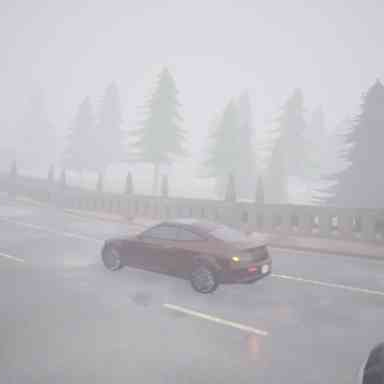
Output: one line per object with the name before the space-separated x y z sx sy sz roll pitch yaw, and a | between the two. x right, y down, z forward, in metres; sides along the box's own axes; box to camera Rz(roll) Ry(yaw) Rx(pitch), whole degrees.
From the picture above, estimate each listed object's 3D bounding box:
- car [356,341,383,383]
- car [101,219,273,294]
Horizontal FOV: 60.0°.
car | 3.463 1.519 1.522 4.902 1.511 2.128 1 1 36
car | -0.293 1.410 8.500 4.674 1.442 1.812 2 1 35
